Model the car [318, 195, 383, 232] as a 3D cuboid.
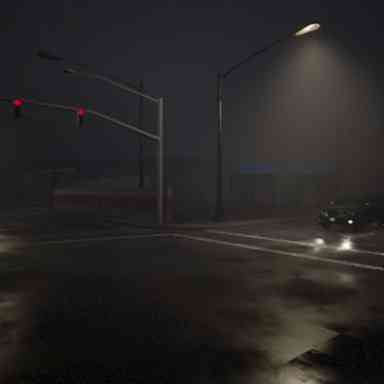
[{"bbox_3d":[10.043,1.188,20.381,5.566,2.045,2.150,0,0,-38],"label":"car"}]
